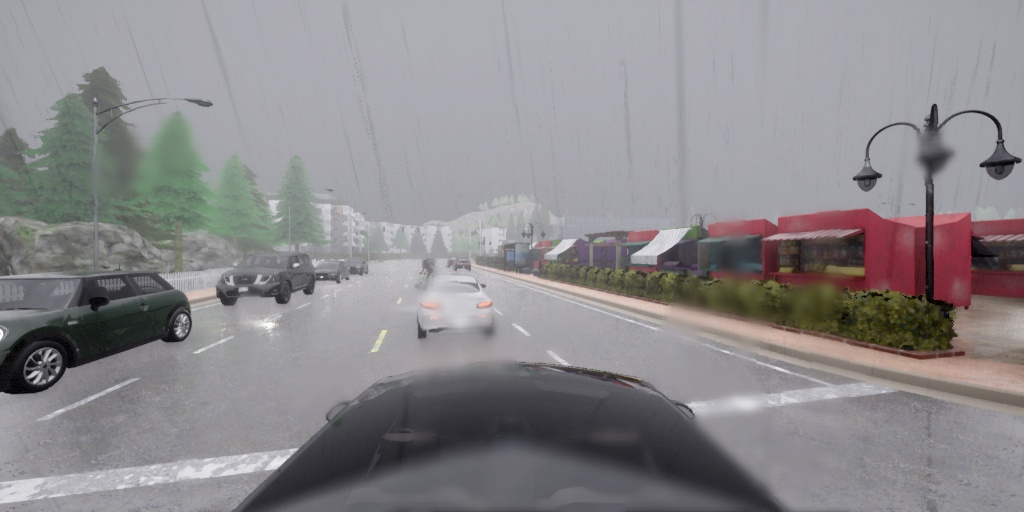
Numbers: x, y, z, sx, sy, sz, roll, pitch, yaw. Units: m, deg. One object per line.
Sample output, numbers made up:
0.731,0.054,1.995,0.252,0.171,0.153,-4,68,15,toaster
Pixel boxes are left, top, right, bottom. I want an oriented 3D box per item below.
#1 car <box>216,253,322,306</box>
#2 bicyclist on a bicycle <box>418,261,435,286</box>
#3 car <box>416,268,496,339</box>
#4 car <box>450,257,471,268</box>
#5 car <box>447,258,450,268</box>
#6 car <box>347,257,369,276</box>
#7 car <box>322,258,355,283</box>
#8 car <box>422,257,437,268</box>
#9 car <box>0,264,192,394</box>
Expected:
-10.412,0.876,15.741,2.150,2.045,5.566,0,0,-14,car
-4.625,1.079,19.737,0.582,1.620,1.656,0,1,24,bicyclist on a bicycle
-1.631,1.224,9.936,1.812,1.442,4.674,0,0,-13,car
-5.955,0.965,42.330,1.837,1.490,4.892,0,0,-14,car
-8.291,0.871,51.372,1.882,1.535,5.008,0,0,-14,car
-14.730,0.877,33.312,2.097,1.767,4.553,0,0,-14,car
-12.778,1.089,25.345,1.837,1.490,4.892,0,0,-14,car
-11.681,0.902,50.825,1.837,1.490,4.892,0,0,-14,car
-8.115,1.076,6.332,2.097,1.767,4.553,0,0,-13,car
